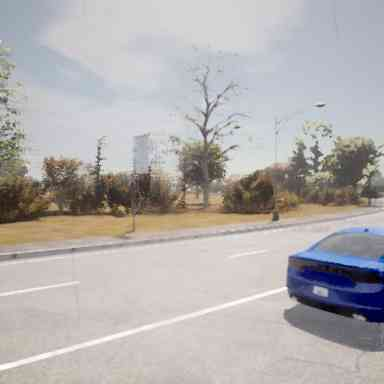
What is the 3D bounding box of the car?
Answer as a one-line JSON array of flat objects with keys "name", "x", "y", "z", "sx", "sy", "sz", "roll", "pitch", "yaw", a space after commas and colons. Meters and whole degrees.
[{"name": "car", "x": 4.059, "y": 1.467, "z": 7.003, "sx": 5.008, "sy": 1.535, "sz": 1.882, "roll": 0, "pitch": 0, "yaw": -38}]
